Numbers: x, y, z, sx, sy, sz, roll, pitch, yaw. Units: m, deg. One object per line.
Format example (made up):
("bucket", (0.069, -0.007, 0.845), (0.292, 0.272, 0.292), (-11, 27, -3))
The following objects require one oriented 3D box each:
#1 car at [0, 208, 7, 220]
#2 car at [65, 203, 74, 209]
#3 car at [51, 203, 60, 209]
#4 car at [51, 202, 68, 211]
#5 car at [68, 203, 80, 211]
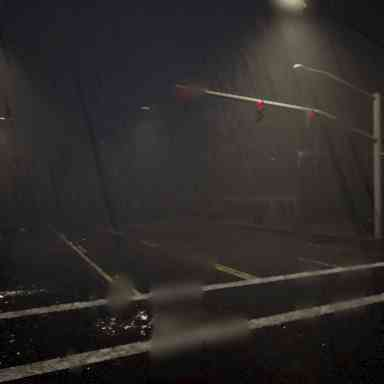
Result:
("car", (-24.688, 2.790, 42.124), (2.128, 1.511, 4.902), (1, -2, -26))
("car", (-33.074, 3.660, 89.627), (1.812, 1.442, 4.674), (1, 0, -27))
("car", (-36.210, 3.697, 88.071), (1.895, 1.301, 4.718), (1, 0, -27))
("car", (-31.497, 3.426, 78.783), (2.150, 2.045, 5.566), (1, -1, -27))
("car", (-28.364, 3.775, 80.336), (2.033, 1.411, 5.357), (1, -1, -27))
